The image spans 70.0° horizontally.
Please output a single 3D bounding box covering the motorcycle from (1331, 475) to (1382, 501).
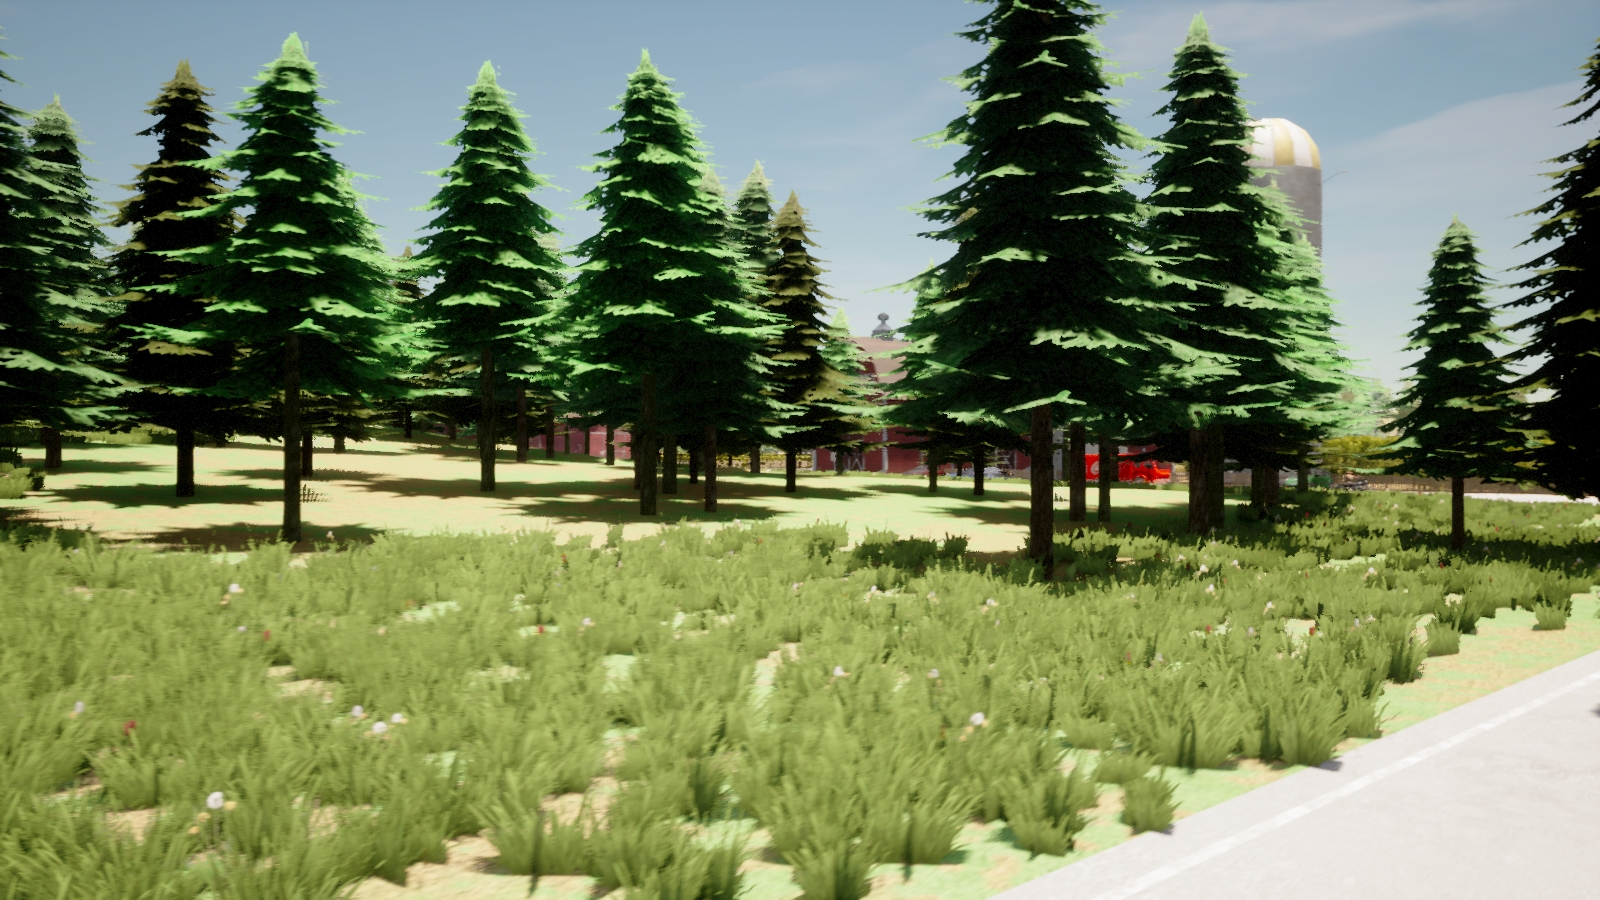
[{"bbox_3d":[30.155,2.048,61.945,0.764,1.277,2.356,0,0,-41],"label":"motorcycle"}]

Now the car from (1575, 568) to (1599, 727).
[{"bbox_3d":[10.508,2.040,12.633,4.974,1.542,2.038,0,0,-42],"label":"car"}]
